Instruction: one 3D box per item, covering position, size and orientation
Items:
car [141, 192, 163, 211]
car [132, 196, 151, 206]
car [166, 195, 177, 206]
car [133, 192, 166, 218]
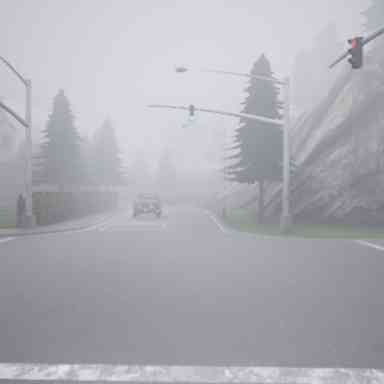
[{"bbox_3d":[-4.780,0.991,39.040,2.150,2.045,5.566,0,0,-11],"label":"car"},{"bbox_3d":[-7.418,1.276,48.720,1.994,1.385,4.181,0,0,-20],"label":"car"},{"bbox_3d":[-3.523,1.203,48.682,2.128,1.511,4.902,0,0,-19],"label":"car"},{"bbox_3d":[-3.729,1.051,28.751,2.150,2.045,5.566,0,0,-2],"label":"car"}]
